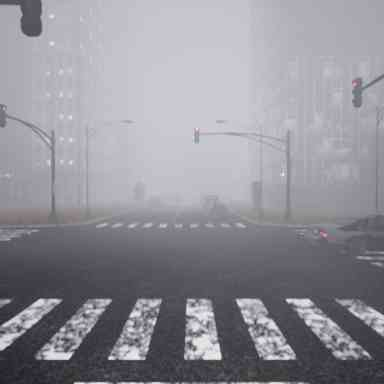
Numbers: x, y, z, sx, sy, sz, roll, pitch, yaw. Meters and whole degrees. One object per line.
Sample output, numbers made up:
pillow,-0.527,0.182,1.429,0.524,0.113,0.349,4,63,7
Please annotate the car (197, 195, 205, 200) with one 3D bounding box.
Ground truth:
car,2.462,1.448,93.044,1.887,1.381,4.507,-1,0,0

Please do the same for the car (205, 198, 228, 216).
car,2.490,1.555,32.274,1.802,1.307,4.206,-1,0,0

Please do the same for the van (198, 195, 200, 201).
van,2.492,1.286,59.897,1.690,1.788,3.998,-1,0,0

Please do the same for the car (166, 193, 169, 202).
car,-5.398,1.372,70.913,1.967,1.590,4.097,-1,0,0

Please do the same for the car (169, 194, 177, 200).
car,-5.420,1.343,93.011,1.967,1.590,4.097,-1,0,0

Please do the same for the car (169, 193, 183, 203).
car,-2.814,1.292,64.533,2.097,1.767,4.553,0,0,0

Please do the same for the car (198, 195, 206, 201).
car,2.474,1.499,81.995,1.802,1.307,4.206,-1,0,0

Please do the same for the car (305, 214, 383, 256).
car,7.205,1.572,12.675,5.357,1.411,2.033,0,1,0

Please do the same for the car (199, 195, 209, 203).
car,2.484,1.476,70.946,1.887,1.381,4.507,-1,0,0

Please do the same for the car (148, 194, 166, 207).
car,-5.376,1.397,48.815,1.967,1.590,4.097,-1,0,0

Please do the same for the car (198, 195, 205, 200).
car,2.467,1.435,87.689,1.752,1.417,4.829,-1,0,0

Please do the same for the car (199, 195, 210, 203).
car,2.488,1.379,65.421,1.967,1.590,4.097,-1,0,0

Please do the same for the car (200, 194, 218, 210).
car,2.496,1.278,43.323,2.192,1.841,5.009,-1,0,0

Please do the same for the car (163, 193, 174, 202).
car,-5.405,1.240,76.438,2.192,1.841,5.009,-1,0,0

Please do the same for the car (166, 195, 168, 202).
car,-5.379,1.533,54.340,1.802,1.307,4.206,-1,0,0
